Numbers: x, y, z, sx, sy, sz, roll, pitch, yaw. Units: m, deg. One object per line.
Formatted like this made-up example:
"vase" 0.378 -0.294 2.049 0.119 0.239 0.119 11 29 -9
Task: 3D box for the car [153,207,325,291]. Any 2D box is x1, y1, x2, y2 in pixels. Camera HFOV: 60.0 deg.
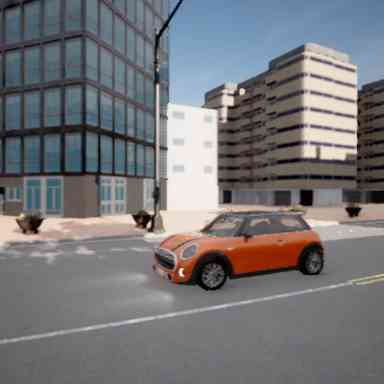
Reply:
"car" 1.288 1.316 8.913 4.553 1.767 2.097 0 0 -26
